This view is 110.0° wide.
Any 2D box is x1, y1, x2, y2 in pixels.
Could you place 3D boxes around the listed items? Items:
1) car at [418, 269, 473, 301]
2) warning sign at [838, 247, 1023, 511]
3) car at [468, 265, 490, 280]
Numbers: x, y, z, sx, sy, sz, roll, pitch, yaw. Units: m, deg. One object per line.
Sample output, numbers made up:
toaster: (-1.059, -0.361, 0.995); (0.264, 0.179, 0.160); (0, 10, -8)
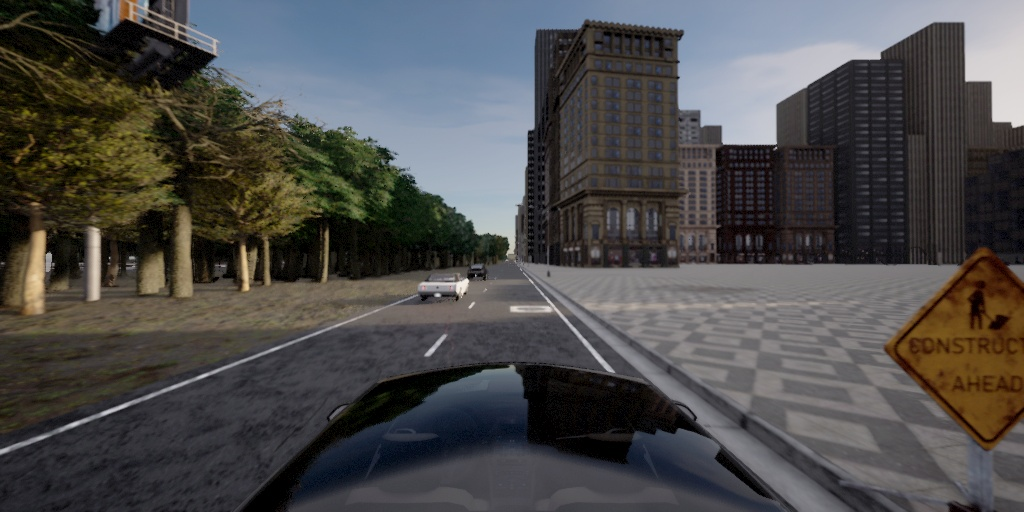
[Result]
car: (-3.396, 1.523, 18.656); (1.895, 1.301, 4.718); (0, -1, 0)
warning sign: (3.050, 0.872, 2.331); (1.300, 1.860, 1.060); (0, 0, 0)
car: (-3.389, 1.604, 36.153); (1.837, 1.490, 4.892); (0, -1, 0)
